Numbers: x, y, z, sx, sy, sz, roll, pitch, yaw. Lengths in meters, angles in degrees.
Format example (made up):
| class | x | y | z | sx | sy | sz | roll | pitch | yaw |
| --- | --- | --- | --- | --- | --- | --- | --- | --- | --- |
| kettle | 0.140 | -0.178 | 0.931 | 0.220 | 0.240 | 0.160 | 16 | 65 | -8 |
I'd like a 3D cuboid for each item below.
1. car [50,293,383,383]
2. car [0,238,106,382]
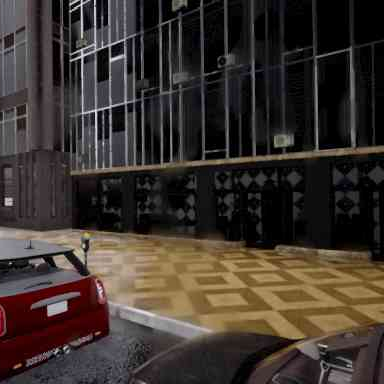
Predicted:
| class | x | y | z | sx | sy | sz | roll | pitch | yaw |
| --- | --- | --- | --- | --- | --- | --- | --- | --- | --- |
| car | 1.387 | 1.551 | 1.899 | 4.403 | 1.369 | 2.008 | 0 | -1 | 35 |
| car | -3.220 | 1.442 | 5.175 | 4.097 | 1.590 | 1.967 | 0 | -1 | 35 |
